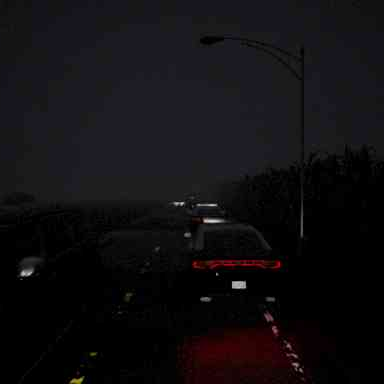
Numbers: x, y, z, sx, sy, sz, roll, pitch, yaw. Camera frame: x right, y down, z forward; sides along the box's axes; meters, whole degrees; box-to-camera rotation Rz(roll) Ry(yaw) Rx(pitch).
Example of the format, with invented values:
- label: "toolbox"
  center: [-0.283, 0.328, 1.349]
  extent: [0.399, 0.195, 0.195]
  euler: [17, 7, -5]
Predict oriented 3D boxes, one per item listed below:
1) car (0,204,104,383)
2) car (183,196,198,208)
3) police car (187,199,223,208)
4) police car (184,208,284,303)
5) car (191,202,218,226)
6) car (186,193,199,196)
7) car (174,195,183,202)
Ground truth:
- label: "car"
  center: [-2.749, 1.223, 4.201]
  extent: [2.150, 2.045, 5.566]
  euler: [0, 0, 0]
- label: "car"
  center: [0.063, 1.570, 46.055]
  extent: [1.895, 1.301, 4.718]
  euler: [0, 0, 1]
- label: "police car"
  center: [0.832, 1.424, 18.421]
  extent: [1.930, 1.638, 5.238]
  euler: [0, 0, 0]
- label: "police car"
  center: [0.827, 1.427, 8.422]
  extent: [1.930, 1.638, 5.238]
  euler: [0, 0, 0]
- label: "car"
  center: [0.834, 1.520, 24.311]
  extent: [1.812, 1.442, 4.674]
  euler: [0, 0, 0]
- label: "car"
  center: [0.024, 1.161, 60.020]
  extent: [2.150, 2.045, 5.566]
  euler: [0, 0, 0]
- label: "car"
  center: [-2.721, 1.399, 70.808]
  extent: [2.128, 1.511, 4.902]
  euler: [0, 0, 0]
